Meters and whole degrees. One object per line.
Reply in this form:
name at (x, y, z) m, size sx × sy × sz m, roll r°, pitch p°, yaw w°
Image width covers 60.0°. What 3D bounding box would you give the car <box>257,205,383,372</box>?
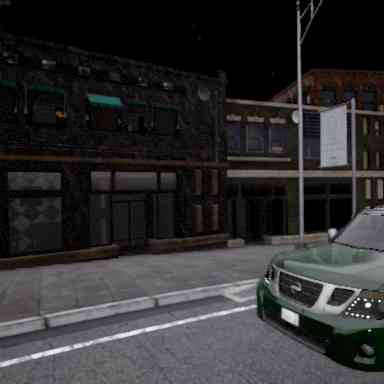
car at (3.750, 1.232, 5.367) m, size 5.566 × 2.045 × 2.150 m, roll 0°, pitch 0°, yaw -25°
